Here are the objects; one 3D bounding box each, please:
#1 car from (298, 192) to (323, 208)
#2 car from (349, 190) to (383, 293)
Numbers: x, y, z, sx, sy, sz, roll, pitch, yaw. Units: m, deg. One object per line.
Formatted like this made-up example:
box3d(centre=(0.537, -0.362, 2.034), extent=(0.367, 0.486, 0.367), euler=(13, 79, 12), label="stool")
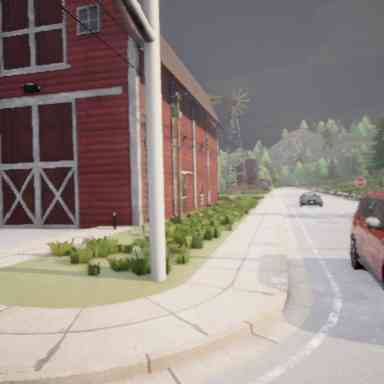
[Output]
box3d(centre=(11.201, 0.709, 31.696), extent=(1.994, 1.385, 4.181), euler=(-1, 1, 14), label="car")
box3d(centre=(4.725, 1.009, 6.800), extent=(2.150, 2.045, 5.566), euler=(-1, 1, 16), label="car")
